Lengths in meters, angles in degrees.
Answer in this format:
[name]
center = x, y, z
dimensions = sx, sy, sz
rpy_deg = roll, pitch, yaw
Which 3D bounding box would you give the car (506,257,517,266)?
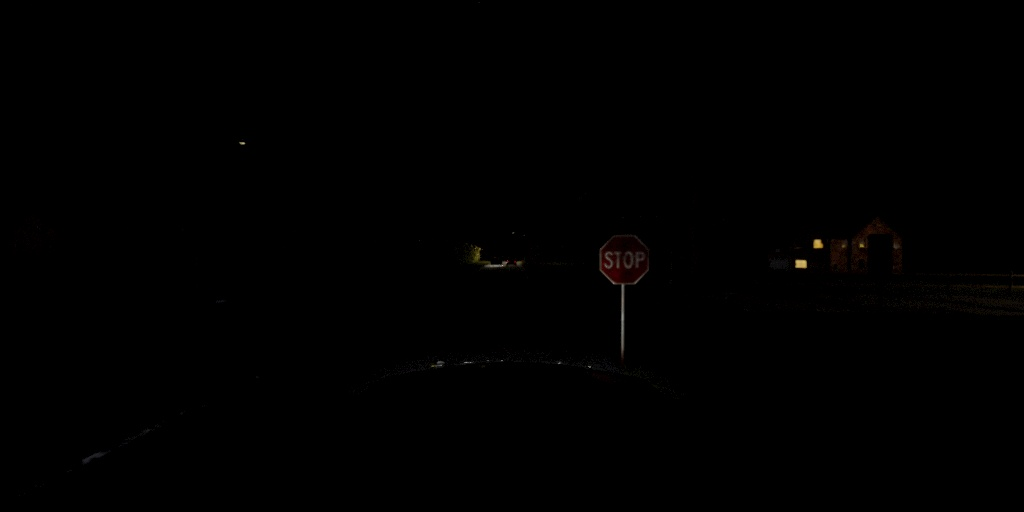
[car]
center = -0.080, 0.997, 62.218
dimensions = 2.033, 1.411, 5.357
rpy_deg = 0, 0, 0
